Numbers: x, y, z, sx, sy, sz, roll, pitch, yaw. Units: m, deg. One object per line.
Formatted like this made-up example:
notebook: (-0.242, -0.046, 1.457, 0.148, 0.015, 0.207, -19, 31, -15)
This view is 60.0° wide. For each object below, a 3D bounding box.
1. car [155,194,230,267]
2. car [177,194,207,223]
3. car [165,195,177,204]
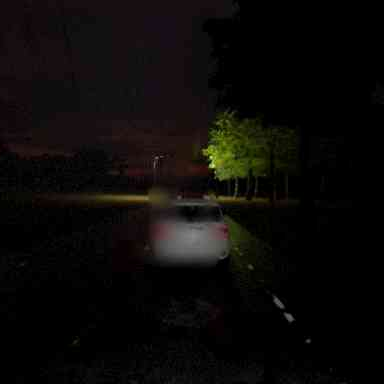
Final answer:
car: (0.033, 1.228, 11.509, 2.150, 2.045, 5.566, 0, 0, 1)
car: (0.033, 1.188, 26.456, 2.150, 2.045, 5.566, 0, 1, 1)
car: (-3.561, 1.216, 56.999, 1.812, 1.442, 4.674, 0, 1, 0)
